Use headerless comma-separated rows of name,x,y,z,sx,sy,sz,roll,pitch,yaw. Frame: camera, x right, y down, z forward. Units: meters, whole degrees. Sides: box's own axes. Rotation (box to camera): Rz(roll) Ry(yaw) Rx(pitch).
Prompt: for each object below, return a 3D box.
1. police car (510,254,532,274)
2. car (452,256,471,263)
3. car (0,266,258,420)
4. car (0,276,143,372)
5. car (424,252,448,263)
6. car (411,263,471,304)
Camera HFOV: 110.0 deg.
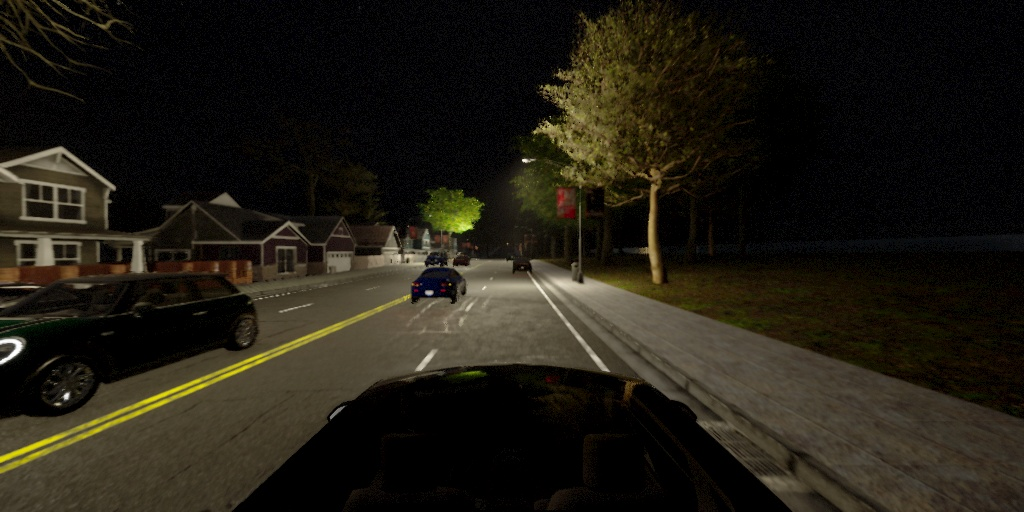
police car,0.966,0.842,35.415,1.930,1.638,5.238,0,1,0
car,-6.592,0.698,47.090,1.882,1.535,5.008,0,1,0
car,-6.600,1.095,5.912,2.097,1.767,4.553,0,0,0
car,-9.850,1.233,6.076,2.128,1.511,4.902,0,0,0
car,-9.843,0.443,47.015,2.150,2.045,5.566,0,1,0
car,-3.150,1.212,15.967,1.812,1.442,4.674,0,1,0
